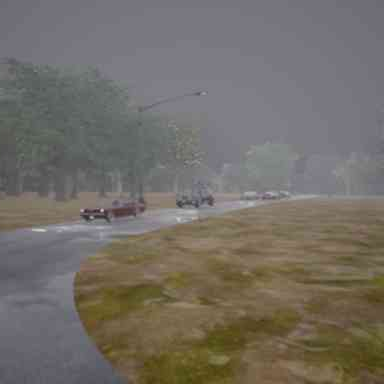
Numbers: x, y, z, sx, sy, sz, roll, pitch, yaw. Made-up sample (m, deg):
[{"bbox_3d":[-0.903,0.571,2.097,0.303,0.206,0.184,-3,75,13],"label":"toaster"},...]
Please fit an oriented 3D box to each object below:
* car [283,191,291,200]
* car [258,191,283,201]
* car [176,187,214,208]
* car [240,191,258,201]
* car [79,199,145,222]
[{"bbox_3d":[15.575,0.551,56.821,1.837,1.490,4.892,-1,0,27],"label":"car"},{"bbox_3d":[11.700,0.598,49.246,1.812,1.442,4.674,-1,0,28],"label":"car"},{"bbox_3d":[0.418,0.506,33.331,2.150,2.045,5.566,-1,0,25],"label":"car"},{"bbox_3d":[8.655,0.635,50.038,1.812,1.442,4.674,-1,0,28],"label":"car"},{"bbox_3d":[-4.942,1.104,21.157,1.895,1.301,4.718,-1,1,23],"label":"car"}]
